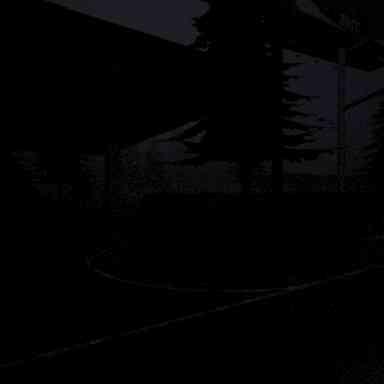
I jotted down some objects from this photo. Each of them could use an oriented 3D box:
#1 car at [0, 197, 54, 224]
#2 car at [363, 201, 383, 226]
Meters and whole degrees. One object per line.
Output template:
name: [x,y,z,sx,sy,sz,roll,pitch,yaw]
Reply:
car: [-11.953,1.311,23.481,3.866,1.878,1.905,0,0,-36]
car: [11.394,1.306,21.322,2.128,1.511,4.902,0,1,-36]
